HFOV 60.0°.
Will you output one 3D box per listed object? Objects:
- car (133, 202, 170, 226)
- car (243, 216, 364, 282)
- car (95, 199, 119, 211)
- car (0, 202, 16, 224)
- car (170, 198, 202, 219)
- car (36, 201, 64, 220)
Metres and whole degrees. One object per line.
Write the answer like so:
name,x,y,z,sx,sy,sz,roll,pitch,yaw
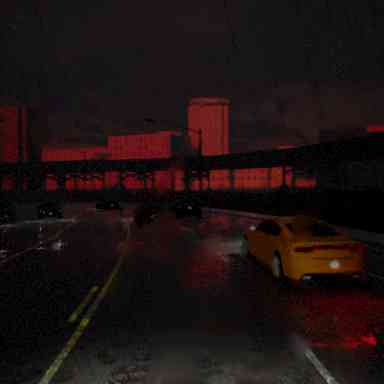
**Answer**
car,-3.069,1.439,23.454,1.882,1.535,5.008,0,0,-14
car,2.893,1.446,9.777,1.882,1.535,5.008,0,0,-6
car,-10.391,1.527,40.646,1.994,1.385,4.181,-1,0,-31
car,-14.575,1.553,25.050,1.837,1.490,4.892,0,0,-19
car,-0.781,1.280,28.164,2.097,1.767,4.553,-1,0,-17
car,-12.317,1.530,28.955,1.837,1.490,4.892,0,0,-23
